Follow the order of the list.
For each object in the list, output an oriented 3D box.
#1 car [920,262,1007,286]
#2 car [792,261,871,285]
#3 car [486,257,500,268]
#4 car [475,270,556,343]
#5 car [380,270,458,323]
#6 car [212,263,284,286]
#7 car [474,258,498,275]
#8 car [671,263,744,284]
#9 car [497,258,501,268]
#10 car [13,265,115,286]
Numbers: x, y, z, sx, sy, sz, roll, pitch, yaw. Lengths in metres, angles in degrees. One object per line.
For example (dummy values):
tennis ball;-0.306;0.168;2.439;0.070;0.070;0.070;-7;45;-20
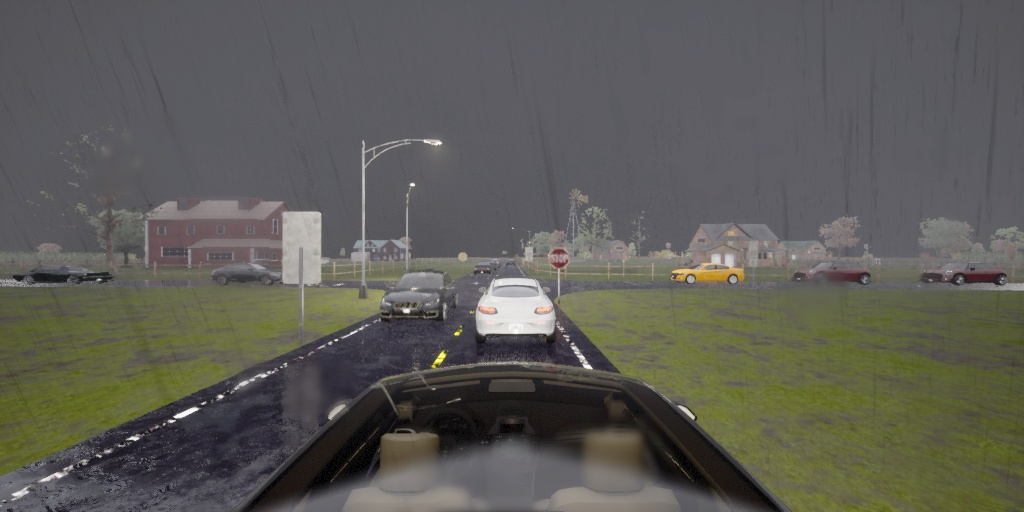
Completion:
car;33.443;1.223;26.679;4.553;1.767;2.097;0;0;0
car;23.691;1.181;26.728;4.553;1.767;2.097;0;0;0
car;-3.036;1.078;59.142;2.097;1.767;4.553;0;0;0
car;0.073;1.274;9.569;1.812;1.442;4.674;0;0;0
car;-2.947;1.253;12.242;1.837;1.490;4.892;1;0;-2
car;-17.303;1.223;23.944;4.674;1.442;1.812;0;0;0
car;-3.019;1.286;39.583;2.033;1.411;5.357;0;0;1
car;14.515;1.271;26.762;5.008;1.535;1.882;0;0;0
car;-3.013;1.280;49.692;2.033;1.411;5.357;0;0;0
car;-29.817;1.264;23.987;4.718;1.301;1.895;0;0;0
